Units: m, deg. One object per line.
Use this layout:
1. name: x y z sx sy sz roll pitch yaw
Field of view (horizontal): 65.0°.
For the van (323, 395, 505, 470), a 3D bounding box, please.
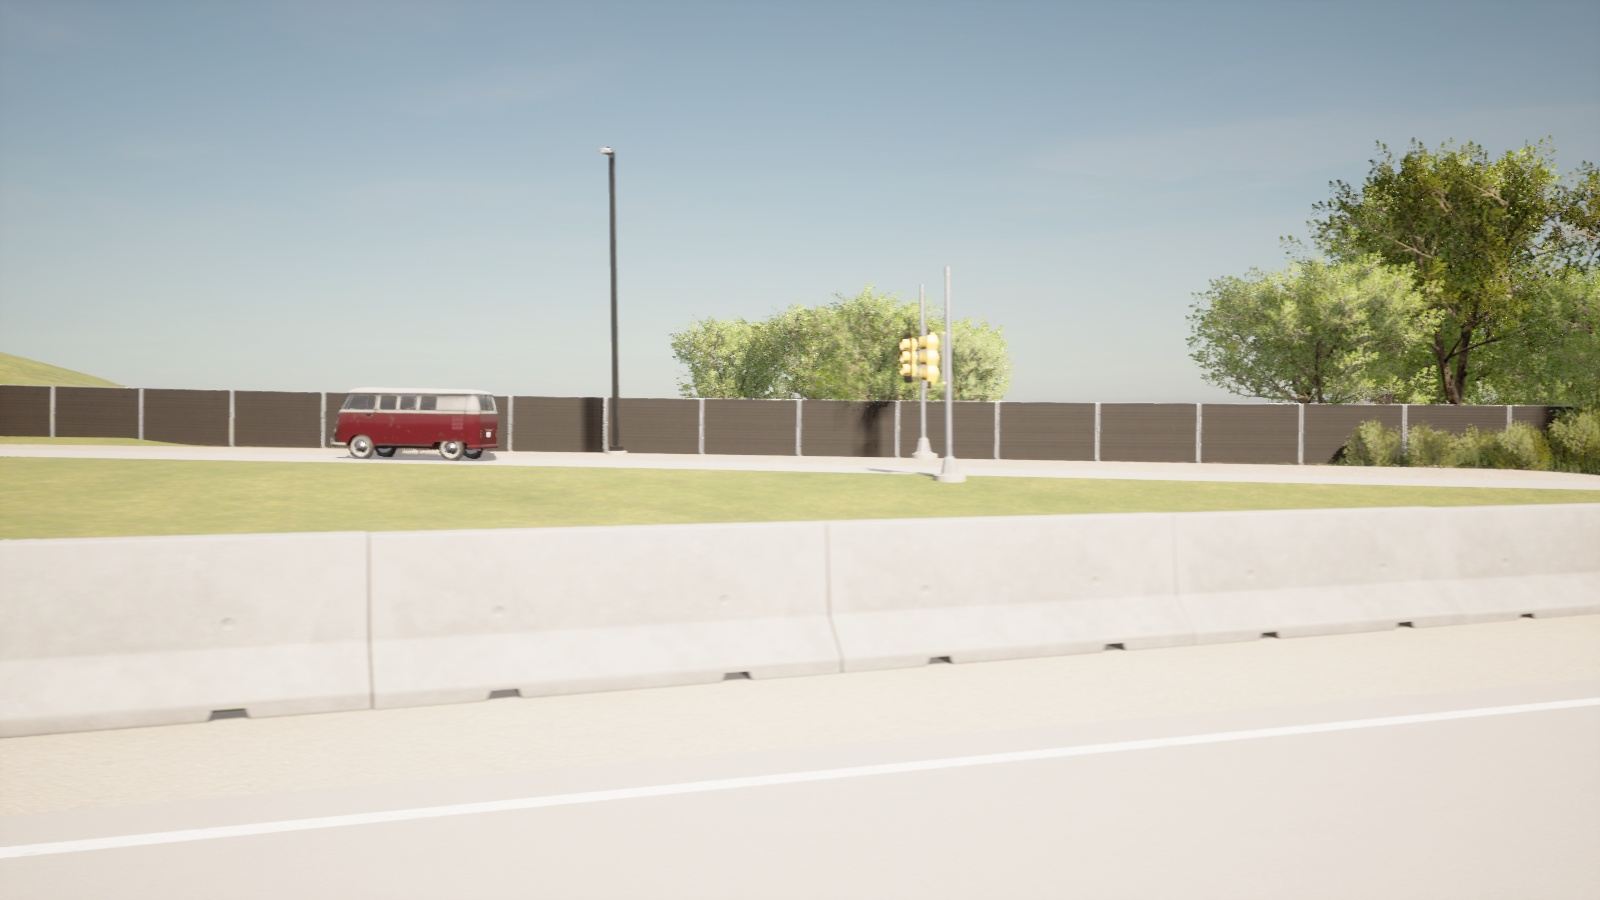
1. van: -10.665 -0.497 34.853 4.442 1.987 1.775 0 2 6
